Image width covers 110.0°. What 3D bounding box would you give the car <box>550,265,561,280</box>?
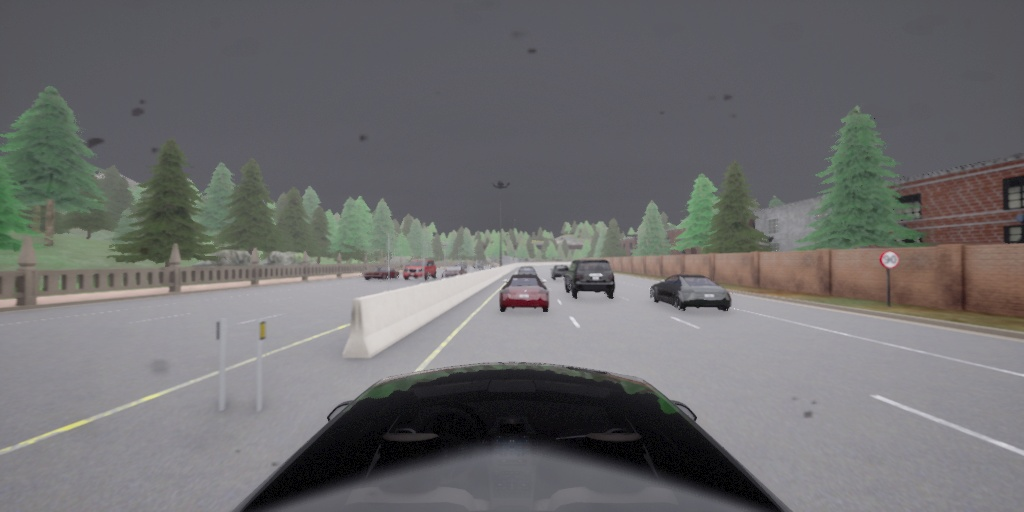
[{"bbox_3d":[5.077,1.711,37.495,1.837,1.490,4.892,0,-1,3],"label":"car"}]

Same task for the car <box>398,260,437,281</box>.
[{"bbox_3d":[-9.189,1.401,36.312,2.150,2.045,5.566,0,-1,3],"label":"car"}]

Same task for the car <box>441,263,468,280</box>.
[{"bbox_3d":[-5.715,1.698,35.667,1.812,1.442,4.674,0,-1,3],"label":"car"}]

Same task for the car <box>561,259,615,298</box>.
[{"bbox_3d":[4.277,1.213,20.360,2.150,2.045,5.566,0,0,3],"label":"car"}]

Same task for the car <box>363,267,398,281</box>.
[{"bbox_3d":[-12.744,1.761,35.236,1.895,1.301,4.718,0,-1,3],"label":"car"}]

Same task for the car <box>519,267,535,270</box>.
[{"bbox_3d":[1.377,1.697,33.333,2.033,1.411,5.357,0,-1,3],"label":"car"}]

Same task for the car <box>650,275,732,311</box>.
[{"bbox_3d":[7.560,1.496,15.575,1.994,1.385,4.181,0,-1,3],"label":"car"}]

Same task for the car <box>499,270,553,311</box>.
[{"bbox_3d":[0.548,1.489,15.487,1.994,1.385,4.181,0,-1,3],"label":"car"}]
